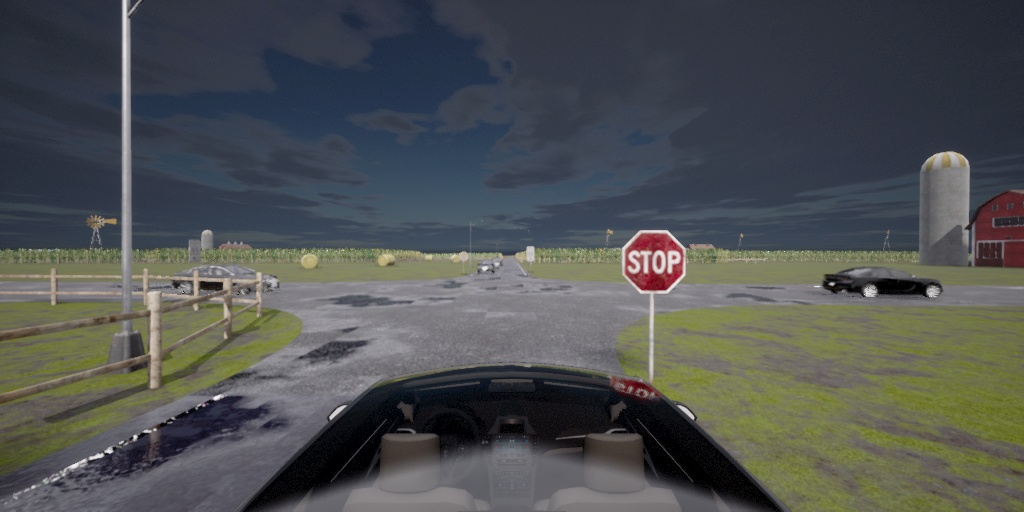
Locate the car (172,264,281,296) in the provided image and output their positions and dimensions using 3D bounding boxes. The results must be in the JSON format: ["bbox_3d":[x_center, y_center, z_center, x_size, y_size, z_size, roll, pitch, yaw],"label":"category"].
[{"bbox_3d":[-14.409,1.181,18.202,4.902,1.511,2.128,0,1,4],"label":"car"}]

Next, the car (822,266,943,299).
[{"bbox_3d":[18.745,1.295,18.242,5.008,1.535,1.882,0,1,0],"label":"car"}]

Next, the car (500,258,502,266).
[{"bbox_3d":[-2.828,1.270,53.643,1.895,1.301,4.718,0,0,0],"label":"car"}]

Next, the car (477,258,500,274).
[{"bbox_3d":[-2.829,1.177,39.903,2.128,1.511,4.902,0,0,0],"label":"car"}]
